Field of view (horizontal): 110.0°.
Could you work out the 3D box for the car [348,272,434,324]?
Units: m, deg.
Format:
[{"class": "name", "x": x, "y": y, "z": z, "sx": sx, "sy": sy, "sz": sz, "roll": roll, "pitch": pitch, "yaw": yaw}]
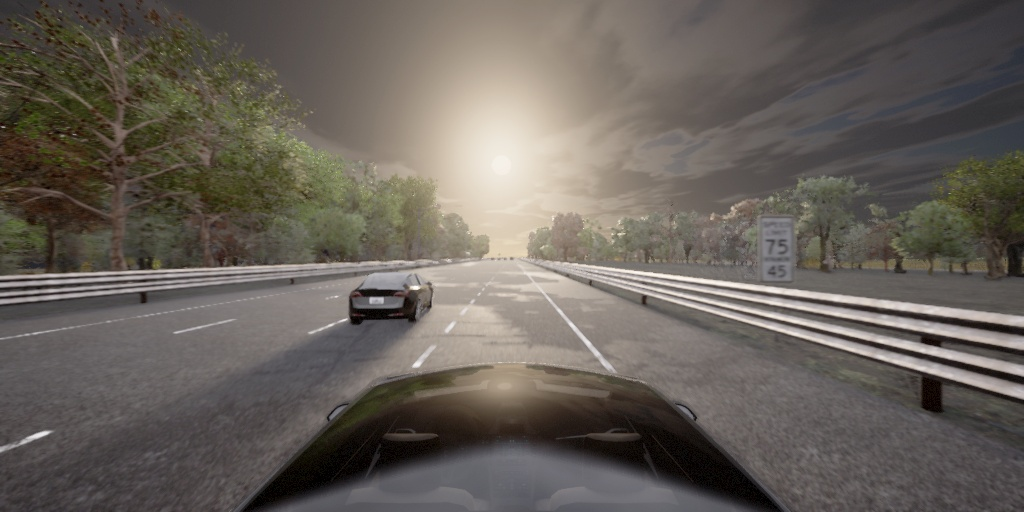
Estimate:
[{"class": "car", "x": -3.888, "y": 1.275, "z": 12.161, "sx": 2.163, "sy": 1.488, "sz": 4.792, "roll": 0, "pitch": 0, "yaw": -4}]
